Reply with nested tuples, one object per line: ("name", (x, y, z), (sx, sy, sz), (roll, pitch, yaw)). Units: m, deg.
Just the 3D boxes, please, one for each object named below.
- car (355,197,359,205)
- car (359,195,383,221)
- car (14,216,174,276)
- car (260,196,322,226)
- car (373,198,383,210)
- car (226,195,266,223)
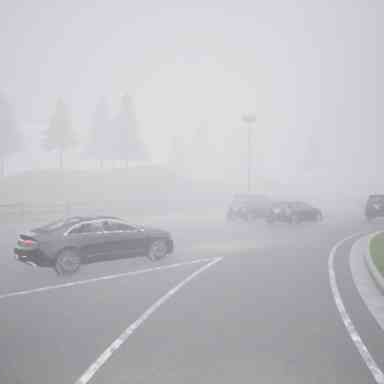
("car", (26.504, 1.613, 49.083), (4.718, 1.301, 1.895), (0, 0, -40))
("car", (15.627, 1.228, 26.099), (5.566, 2.045, 2.150), (0, 0, -40))
("car", (-2.796, 1.495, 10.409), (4.902, 1.511, 2.128), (0, 0, -40))
("car", (7.275, 1.359, 23.560), (4.553, 1.767, 2.097), (0, 0, -40))
("car", (25.859, 1.537, 43.945), (4.674, 1.442, 1.812), (0, 0, -40))
("car", (4.837, 1.359, 26.082), (4.553, 1.767, 2.097), (0, 0, -40))
